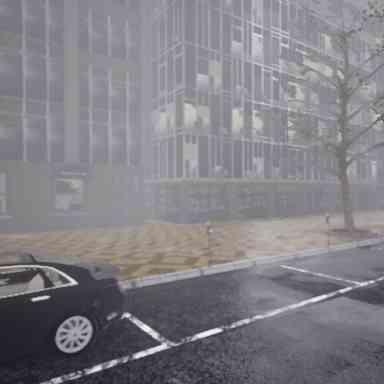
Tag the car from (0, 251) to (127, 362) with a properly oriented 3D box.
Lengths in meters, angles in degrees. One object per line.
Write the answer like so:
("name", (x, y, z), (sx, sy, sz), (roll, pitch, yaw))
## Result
("car", (-3.055, 1.551, 4.385), (4.403, 1.369, 2.008), (0, 0, -35))
